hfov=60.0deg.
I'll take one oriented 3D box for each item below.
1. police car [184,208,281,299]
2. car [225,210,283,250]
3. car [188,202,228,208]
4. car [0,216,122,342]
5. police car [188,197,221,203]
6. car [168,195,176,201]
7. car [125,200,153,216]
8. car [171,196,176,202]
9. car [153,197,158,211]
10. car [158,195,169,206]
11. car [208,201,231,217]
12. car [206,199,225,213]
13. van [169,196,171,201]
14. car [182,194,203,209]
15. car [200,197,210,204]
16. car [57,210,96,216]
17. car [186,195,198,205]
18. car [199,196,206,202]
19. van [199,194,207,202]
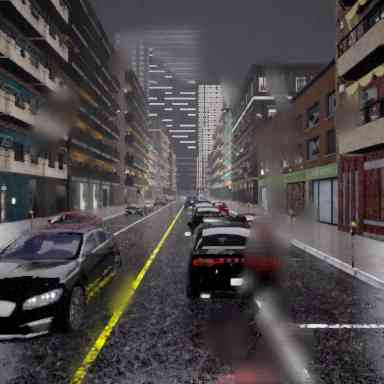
[{"bbox_3d":[0.830,1.428,8.620,1.930,1.638,5.238,0,0,0],"label":"police car"},{"bbox_3d":[2.580,1.587,14.897,1.802,1.307,4.206,1,0,0],"label":"car"},{"bbox_3d":[0.835,1.512,18.511,1.837,1.490,4.892,0,0,0],"label":"car"},{"bbox_3d":[-2.746,1.493,6.849,2.128,1.511,4.902,0,0,0],"label":"car"},{"bbox_3d":[0.839,1.437,24.621,1.930,1.638,5.238,0,0,0],"label":"police car"},{"bbox_3d":[-5.260,1.652,88.858,1.887,1.381,4.507,0,0,0],"label":"car"},{"bbox_3d":[-5.290,1.568,31.960,2.008,1.369,4.403,1,0,0],"label":"car"},{"bbox_3d":[-5.266,1.627,77.479,1.887,1.381,4.507,0,0,0],"label":"car"},{"bbox_3d":[-5.287,1.547,37.480,1.752,1.417,4.829,1,0,0],"label":"car"},{"bbox_3d":[-5.278,1.586,54.720,1.887,1.381,4.507,1,0,0],"label":"car"},{"bbox_3d":[2.590,1.599,31.967,1.802,1.307,4.206,1,0,0],"label":"car"},{"bbox_3d":[2.593,1.567,37.657,1.887,1.381,4.507,1,0,0],"label":"car"},{"bbox_3d":[-5.273,1.391,60.409,1.690,1.788,3.998,1,0,0],"label":"van"},{"bbox_3d":[0.039,1.382,46.097,2.097,1.767,4.553,0,0,0],"label":"car"},{"bbox_3d":[2.608,1.641,66.104,1.802,1.307,4.206,0,0,0],"label":"car"},{"bbox_3d":[-5.299,1.550,14.890,1.887,1.381,4.507,1,0,0],"label":"car"},{"bbox_3d":[0.033,1.400,59.536,2.097,1.767,4.553,0,0,0],"label":"car"},{"bbox_3d":[2.618,1.620,83.344,1.752,1.417,4.829,0,0,0],"label":"car"},{"bbox_3d":[2.616,1.424,77.484,1.690,1.788,3.998,0,0,0],"label":"van"}]
